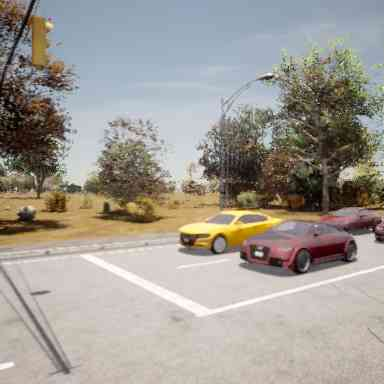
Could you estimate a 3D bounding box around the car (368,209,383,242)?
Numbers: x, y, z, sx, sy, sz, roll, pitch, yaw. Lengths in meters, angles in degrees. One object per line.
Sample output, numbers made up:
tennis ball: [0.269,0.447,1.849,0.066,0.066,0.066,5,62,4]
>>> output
car: [10.621,1.625,15.947,4.674,1.442,1.812,0,0,-36]

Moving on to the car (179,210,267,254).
car: [1.771,1.530,13.883,5.008,1.535,1.882,0,0,-37]

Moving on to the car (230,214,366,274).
car: [3.536,1.615,10.803,4.181,1.385,1.994,0,0,-37]

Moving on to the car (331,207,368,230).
car: [9.271,1.630,19.293,4.674,1.442,1.812,0,0,-36]
